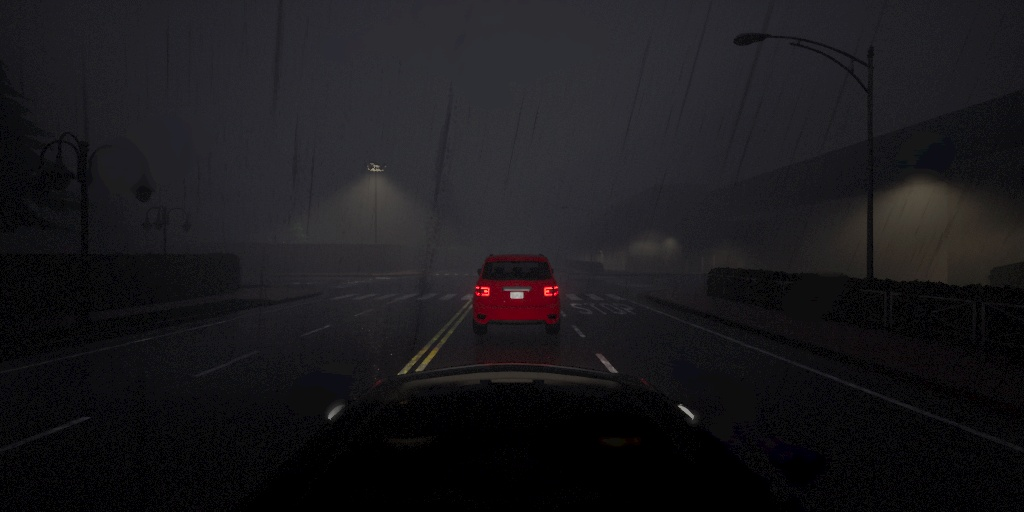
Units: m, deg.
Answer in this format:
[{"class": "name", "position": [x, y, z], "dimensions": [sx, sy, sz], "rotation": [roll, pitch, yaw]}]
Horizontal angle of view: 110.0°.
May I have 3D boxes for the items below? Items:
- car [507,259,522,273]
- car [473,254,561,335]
[{"class": "car", "position": [0.317, 1.228, 45.553], "dimensions": [1.882, 1.535, 5.008], "rotation": [0, 0, 1]}, {"class": "car", "position": [0.113, 0.971, 10.698], "dimensions": [2.150, 2.045, 5.566], "rotation": [0, 0, 0]}]
